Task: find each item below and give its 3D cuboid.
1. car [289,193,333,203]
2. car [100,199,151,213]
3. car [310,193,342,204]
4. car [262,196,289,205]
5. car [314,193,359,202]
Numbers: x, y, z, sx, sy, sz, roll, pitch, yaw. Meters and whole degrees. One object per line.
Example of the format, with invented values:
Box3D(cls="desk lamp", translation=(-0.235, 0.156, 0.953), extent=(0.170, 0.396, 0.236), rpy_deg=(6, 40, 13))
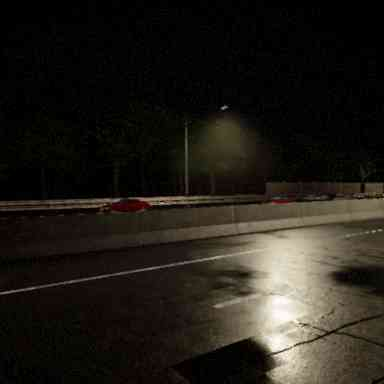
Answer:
Box3D(cls="car", translation=(12.844, 1.062, 34.622), extent=(4.902, 1.511, 2.128), rpy_deg=(-1, 1, -35))
Box3D(cls="car", translation=(-5.910, 1.345, 29.867), extent=(4.674, 1.442, 1.812), rpy_deg=(-1, 1, -35))
Box3D(cls="car", translation=(19.250, 0.905, 47.723), extent=(4.892, 1.490, 1.837), rpy_deg=(-2, 1, -35))
Box3D(cls="car", translation=(9.611, 1.154, 36.619), extent=(4.181, 1.385, 1.994), rpy_deg=(-1, 1, -35))
Box3D(cls="car", translation=(14.254, 1.129, 31.337), extent=(5.357, 1.411, 2.033), rpy_deg=(-1, 1, -35))
